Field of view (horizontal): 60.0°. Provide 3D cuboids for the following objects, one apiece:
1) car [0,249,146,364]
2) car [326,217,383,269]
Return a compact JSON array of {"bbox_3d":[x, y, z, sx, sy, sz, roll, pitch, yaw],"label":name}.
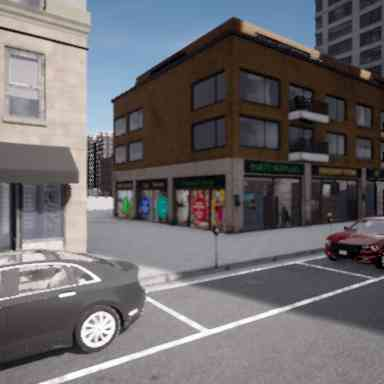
[{"bbox_3d":[-2.779,1.550,4.549,4.403,1.369,2.008,0,0,-36],"label":"car"},{"bbox_3d":[6.217,1.507,10.966,4.507,1.381,1.887,0,0,-36],"label":"car"}]
